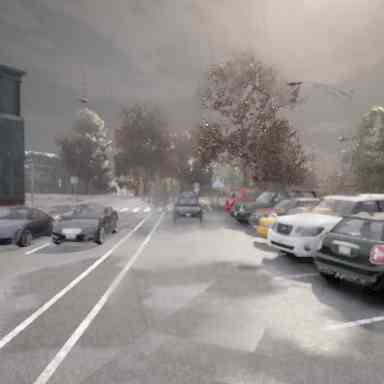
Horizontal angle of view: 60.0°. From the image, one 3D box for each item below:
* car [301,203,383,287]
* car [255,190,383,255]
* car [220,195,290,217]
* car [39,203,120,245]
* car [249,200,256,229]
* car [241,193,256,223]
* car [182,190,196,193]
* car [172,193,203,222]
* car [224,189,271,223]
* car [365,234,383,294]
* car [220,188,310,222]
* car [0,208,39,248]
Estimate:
[{"bbox_3d":[5.253,1.276,7.897,4.553,1.767,2.185,0,1,-21],"label":"car"},{"bbox_3d":[5.216,1.100,10.864,5.566,2.045,2.435,0,2,-21],"label":"car"},{"bbox_3d":[4.846,0.989,25.741,4.892,1.521,2.231,0,1,-22],"label":"car"},{"bbox_3d":[-4.419,1.278,14.468,2.128,1.511,4.902,0,1,-1],"label":"car"},{"bbox_3d":[5.355,1.289,13.937,5.366,1.575,1.946,0,1,-21],"label":"car"},{"bbox_3d":[5.148,1.095,16.837,4.553,1.767,2.185,0,2,-22],"label":"car"},{"bbox_3d":[-0.304,0.570,36.591,2.097,1.767,4.553,0,2,3],"label":"car"},{"bbox_3d":[-0.289,1.083,22.081,2.128,1.511,4.902,0,1,-2],"label":"car"},{"bbox_3d":[5.018,0.892,19.777,5.566,2.045,2.435,0,2,-22],"label":"car"},{"bbox_3d":[5.335,1.472,4.950,4.792,1.488,2.163,0,0,-21],"label":"car"},{"bbox_3d":[4.979,0.814,22.778,5.566,2.045,2.435,0,1,-22],"label":"car"},{"bbox_3d":[-7.206,1.369,13.687,1.994,1.385,4.181,0,1,-1],"label":"car"}]
